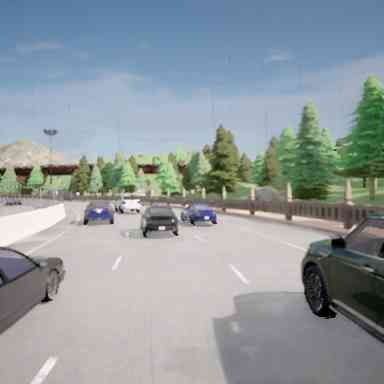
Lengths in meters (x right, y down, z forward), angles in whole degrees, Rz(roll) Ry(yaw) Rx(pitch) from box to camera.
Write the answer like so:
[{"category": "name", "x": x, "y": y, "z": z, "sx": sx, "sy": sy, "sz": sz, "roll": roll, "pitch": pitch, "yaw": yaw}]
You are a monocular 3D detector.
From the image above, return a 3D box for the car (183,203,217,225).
[{"category": "car", "x": 0.444, "y": 1.548, "z": 24.211, "sx": 1.812, "sy": 1.442, "sz": 4.674, "roll": 0, "pitch": 0, "yaw": -13}]

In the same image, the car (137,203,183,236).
[{"category": "car", "x": -1.925, "y": 1.531, "z": 18.706, "sx": 1.837, "sy": 1.490, "sz": 4.892, "roll": 0, "pitch": 0, "yaw": -11}]

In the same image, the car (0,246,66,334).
[{"category": "car", "x": -3.674, "y": 1.567, "z": 5.190, "sx": 2.033, "sy": 1.411, "sz": 5.357, "roll": 0, "pitch": 0, "yaw": -3}]

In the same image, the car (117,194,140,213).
[{"category": "car", "x": -7.328, "y": 1.288, "z": 37.547, "sx": 2.150, "sy": 2.045, "sz": 5.566, "roll": 0, "pitch": 0, "yaw": -21}]

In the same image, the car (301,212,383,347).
[{"category": "car", "x": 3.347, "y": 1.213, "z": 4.323, "sx": 2.150, "sy": 2.045, "sz": 5.566, "roll": 0, "pitch": 0, "yaw": -3}]

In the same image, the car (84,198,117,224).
[{"category": "car", "x": -7.110, "y": 1.405, "z": 25.616, "sx": 2.097, "sy": 1.767, "sz": 4.553, "roll": 0, "pitch": 0, "yaw": -14}]
